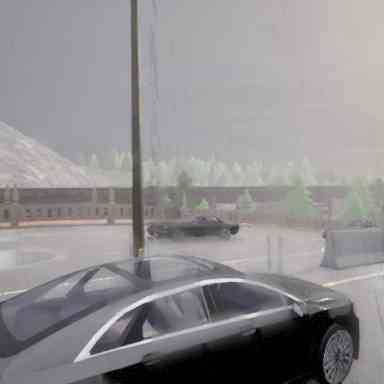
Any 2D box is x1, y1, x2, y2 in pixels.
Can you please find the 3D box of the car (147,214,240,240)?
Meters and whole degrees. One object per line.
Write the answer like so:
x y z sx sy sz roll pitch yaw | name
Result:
0.122 1.805 16.966 4.718 1.301 1.895 3 -2 -35 | car

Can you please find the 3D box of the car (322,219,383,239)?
9.479 2.306 19.334 4.181 1.385 1.994 6 -3 -35 | car

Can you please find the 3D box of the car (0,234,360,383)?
-0.027 1.502 3.726 4.902 1.511 2.128 0 0 -35 | car
